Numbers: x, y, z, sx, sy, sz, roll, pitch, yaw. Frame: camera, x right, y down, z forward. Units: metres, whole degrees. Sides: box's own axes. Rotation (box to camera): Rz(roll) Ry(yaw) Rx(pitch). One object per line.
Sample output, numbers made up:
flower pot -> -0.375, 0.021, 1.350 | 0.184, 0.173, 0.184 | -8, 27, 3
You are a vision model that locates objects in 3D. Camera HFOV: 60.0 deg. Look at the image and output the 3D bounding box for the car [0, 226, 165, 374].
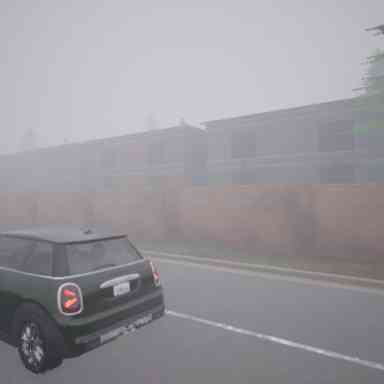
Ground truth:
car -> -2.721, 1.410, 5.936 | 4.553, 1.767, 2.097 | -1, 0, 36
